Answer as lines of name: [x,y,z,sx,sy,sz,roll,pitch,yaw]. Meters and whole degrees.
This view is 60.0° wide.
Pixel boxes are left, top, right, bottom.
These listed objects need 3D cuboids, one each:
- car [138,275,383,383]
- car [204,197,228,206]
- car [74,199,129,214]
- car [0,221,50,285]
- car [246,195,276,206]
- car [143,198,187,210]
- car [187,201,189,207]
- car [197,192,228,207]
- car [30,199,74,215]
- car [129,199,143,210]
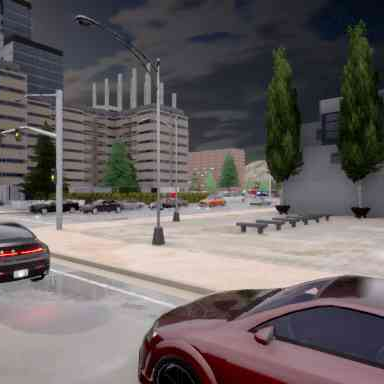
car: [1.446,1.564,3.208,4.181,1.385,1.994,0,0,37]
car: [4.072,1.564,56.426,1.994,1.385,4.181,0,0,41]
car: [-9.446,1.505,35.102,1.837,1.490,4.892,0,0,40]
car: [-5.535,1.505,8.714,4.892,1.490,1.837,0,0,40]
car: [11.169,1.601,53.723,1.895,1.301,4.718,0,0,40]
car: [-3.365,1.491,42.281,2.128,1.511,4.902,0,0,40]
car: [-2.402,1.564,48.825,1.994,1.385,4.181,0,0,41]
car: [3.035,1.352,49.817,2.097,1.767,4.553,0,0,40]
car: [-14.302,1.478,34.783,1.882,1.535,5.008,0,0,40]
car: [-8.268,1.601,41.909,1.895,1.301,4.718,0,0,40]
